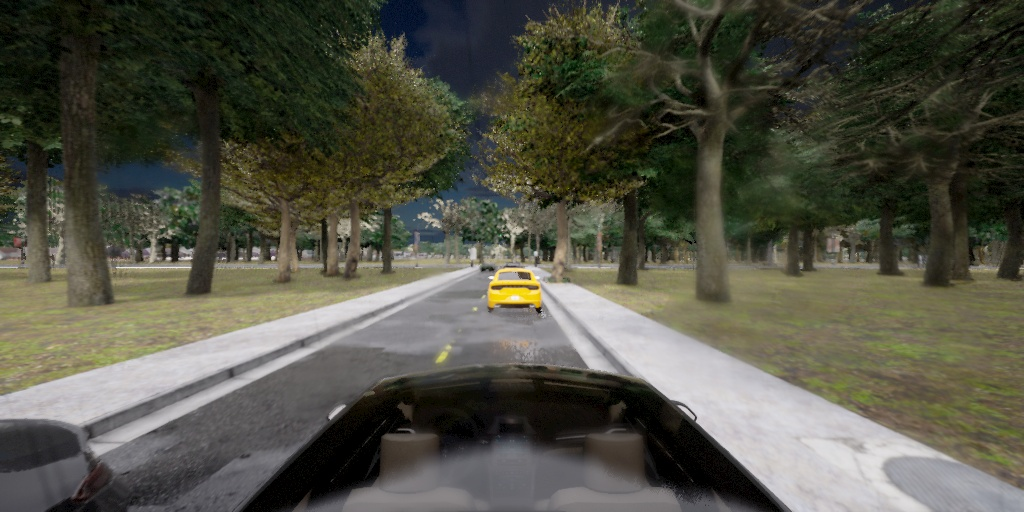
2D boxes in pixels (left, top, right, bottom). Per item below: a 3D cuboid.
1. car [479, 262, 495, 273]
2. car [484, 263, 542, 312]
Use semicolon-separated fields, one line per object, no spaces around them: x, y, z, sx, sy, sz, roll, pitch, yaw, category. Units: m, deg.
-2.830;1.362;43.287;1.895;1.301;4.718;0;0;0;car
0.102;1.228;14.283;1.882;1.535;5.008;0;0;0;car
